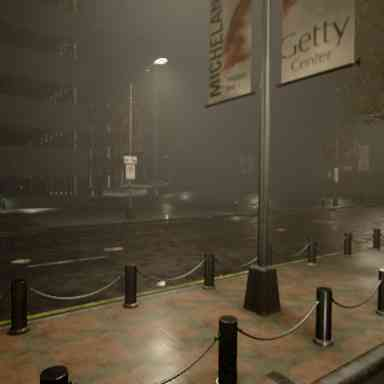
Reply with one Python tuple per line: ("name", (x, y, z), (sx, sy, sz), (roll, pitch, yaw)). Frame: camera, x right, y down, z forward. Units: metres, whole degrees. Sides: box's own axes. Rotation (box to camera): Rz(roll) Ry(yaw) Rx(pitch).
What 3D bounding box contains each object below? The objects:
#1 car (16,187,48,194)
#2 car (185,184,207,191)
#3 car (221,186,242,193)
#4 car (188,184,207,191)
("car", (-15.873, 0.214, 31.123), (4.674, 1.452, 2.002), (-1, 2, -36))
("car", (0.578, -0.910, 80.592), (4.902, 1.511, 2.128), (1, 2, 30))
("car", (8.337, -0.574, 70.005), (1.882, 1.535, 5.008), (-1, 2, -42))
("car", (1.402, -1.178, 84.097), (4.553, 1.767, 2.097), (1, 2, 26))
